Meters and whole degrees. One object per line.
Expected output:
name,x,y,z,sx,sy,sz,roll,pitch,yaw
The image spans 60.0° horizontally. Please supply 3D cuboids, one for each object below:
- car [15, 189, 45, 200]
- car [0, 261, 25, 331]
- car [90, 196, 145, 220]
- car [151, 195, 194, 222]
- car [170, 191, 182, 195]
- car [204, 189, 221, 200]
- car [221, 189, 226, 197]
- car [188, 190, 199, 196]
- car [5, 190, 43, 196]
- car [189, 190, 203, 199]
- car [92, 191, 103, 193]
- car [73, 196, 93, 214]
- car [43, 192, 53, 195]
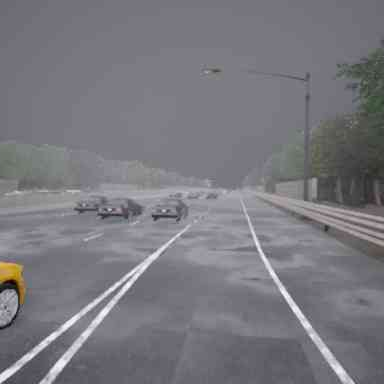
car,-25.635,0.378,52.819,1.882,1.535,5.008,1,1,8
car,-3.986,1.373,3.666,1.882,1.535,5.008,1,1,8
car,-4.862,1.134,23.432,2.033,1.411,5.357,1,1,8
car,-1.395,1.182,22.967,2.033,1.411,5.357,1,1,8
car,-3.041,0.520,63.275,2.128,1.511,4.902,1,1,8
car,3.895,0.630,62.342,1.837,1.490,4.892,1,1,8
car,7.077,0.435,86.043,2.033,1.411,5.357,1,1,8
car,0.410,0.308,88.982,2.128,1.511,4.902,1,1,8
car,-17.696,0.760,33.559,1.882,1.535,5.008,1,1,8
car,0.426,0.641,62.801,1.994,1.385,4.181,1,1,8
car,-15.064,0.592,52.703,1.994,1.385,4.181,1,1,8
car,-7.832,1.036,27.611,2.033,1.411,5.357,1,1,8
car,-22.635,0.592,49.092,1.895,1.301,4.718,1,1,8
